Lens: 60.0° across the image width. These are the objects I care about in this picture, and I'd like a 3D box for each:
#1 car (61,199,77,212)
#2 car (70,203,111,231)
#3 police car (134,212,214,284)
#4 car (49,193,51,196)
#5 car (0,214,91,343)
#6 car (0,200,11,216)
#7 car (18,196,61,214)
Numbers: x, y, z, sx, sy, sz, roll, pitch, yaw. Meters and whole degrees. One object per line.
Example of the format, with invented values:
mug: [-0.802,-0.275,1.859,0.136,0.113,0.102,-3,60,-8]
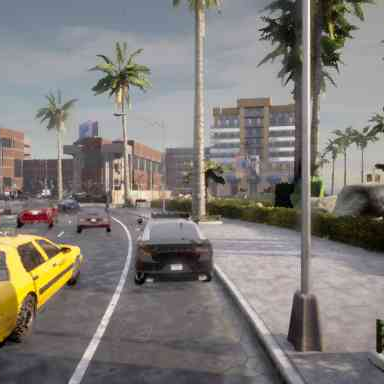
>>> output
car: [-14.632,1.513,38.906,1.812,1.442,4.674,0,0,-36]
car: [-5.892,1.543,20.092,2.033,1.411,5.357,0,0,-15]
police car: [-0.655,1.424,9.771,1.930,1.638,5.238,0,0,-7]
car: [-17.121,1.336,36.351,2.097,1.767,4.553,0,0,-35]
car: [-3.475,1.456,6.291,1.801,1.575,5.366,0,0,-5]
car: [-18.720,1.509,32.276,1.812,1.442,4.674,0,0,-33]
car: [-10.329,1.343,22.509,2.097,1.767,4.553,0,0,-18]
